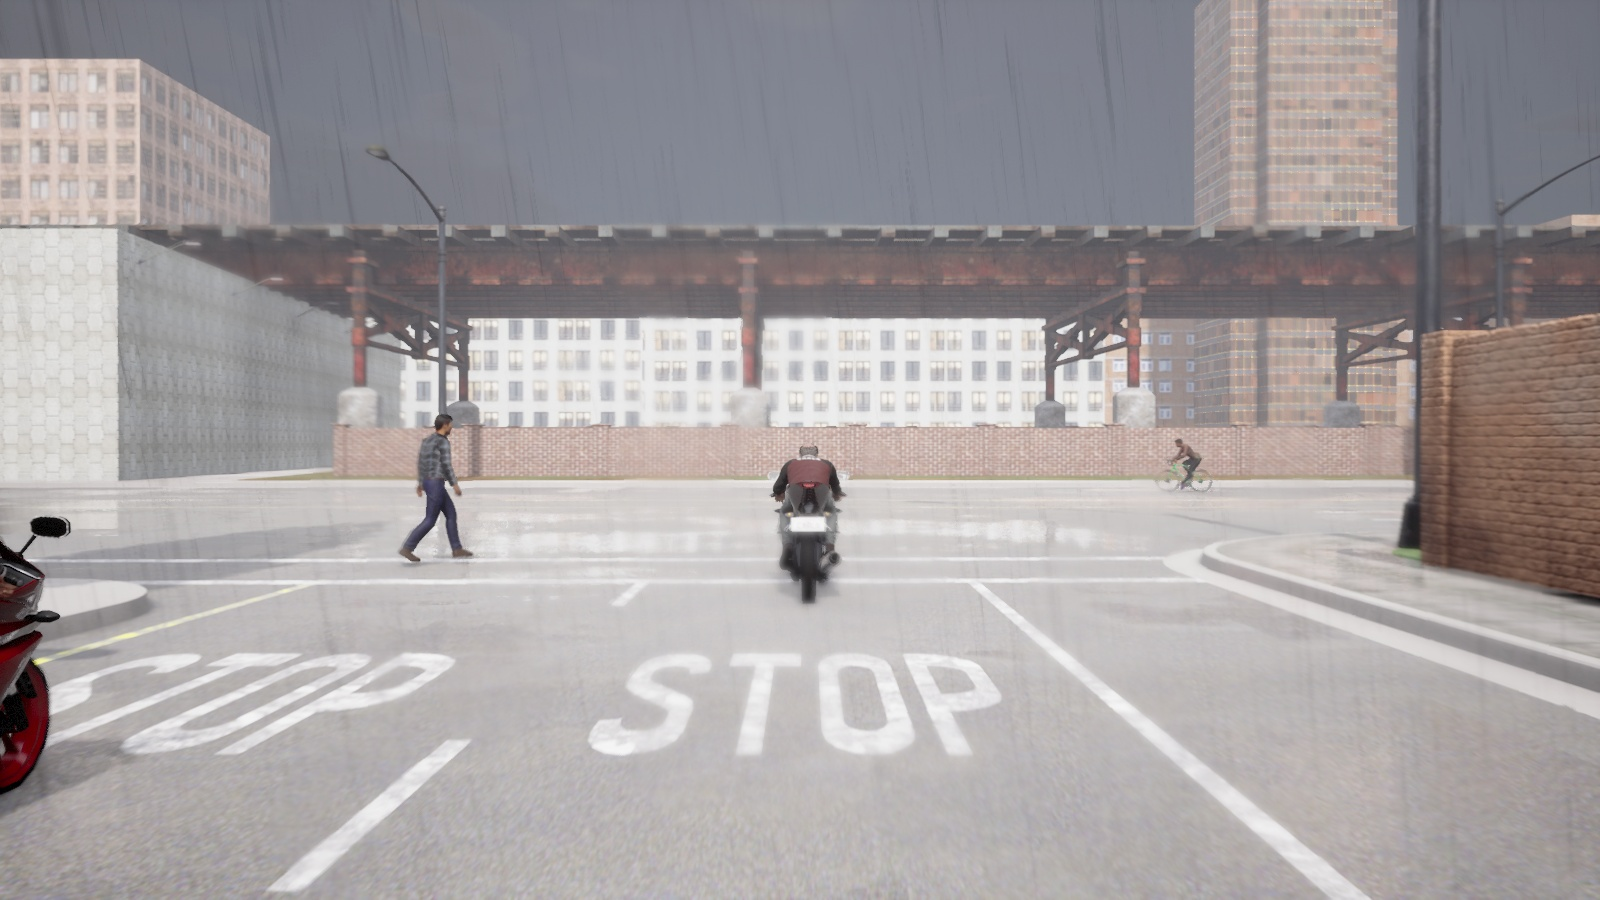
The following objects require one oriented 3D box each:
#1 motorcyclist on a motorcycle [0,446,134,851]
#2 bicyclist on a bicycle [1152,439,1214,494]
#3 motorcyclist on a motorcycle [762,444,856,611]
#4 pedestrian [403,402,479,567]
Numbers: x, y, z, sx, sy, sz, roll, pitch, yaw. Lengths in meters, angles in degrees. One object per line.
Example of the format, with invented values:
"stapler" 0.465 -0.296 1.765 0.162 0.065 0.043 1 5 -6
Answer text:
"motorcyclist on a motorcycle" -3.459 0.753 4.600 0.866 1.530 2.191 0 0 0
"bicyclist on a bicycle" 11.423 0.497 37.482 1.656 1.620 0.582 0 0 1
"motorcyclist on a motorcycle" 0.087 0.710 12.667 0.866 1.530 2.191 0 0 0
"pedestrian" -4.350 0.402 15.216 0.788 1.949 0.423 0 0 -33
